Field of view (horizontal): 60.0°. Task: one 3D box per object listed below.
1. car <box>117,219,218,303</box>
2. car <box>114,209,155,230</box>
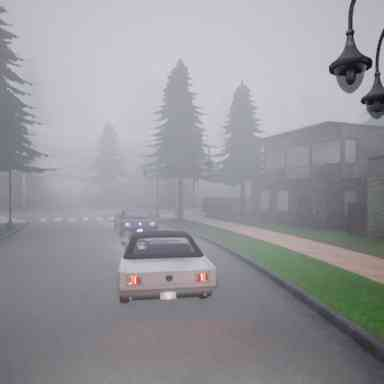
[{"bbox_3d":[-0.809,1.599,8.239,1.895,1.301,4.718,0,0,-10],"label":"car"},{"bbox_3d":[-3.203,1.597,18.288,1.895,1.301,4.718,0,0,-18],"label":"car"}]
